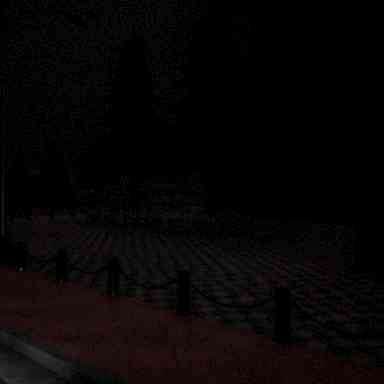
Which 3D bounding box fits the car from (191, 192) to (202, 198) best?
[{"bbox_3d":[2.453,0.928,93.403,3.806,1.475,1.970,1,0,35],"label":"car"}]
